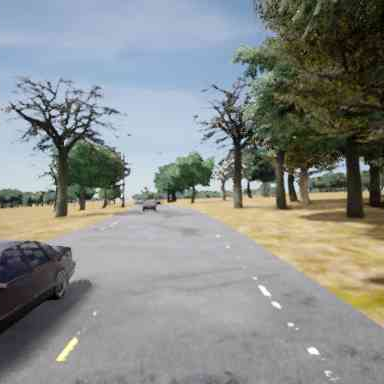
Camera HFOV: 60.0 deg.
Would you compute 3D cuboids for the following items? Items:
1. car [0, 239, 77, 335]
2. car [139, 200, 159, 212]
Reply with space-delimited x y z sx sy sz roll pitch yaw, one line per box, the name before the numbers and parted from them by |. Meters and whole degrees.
car | -3.661 1.583 5.755 2.033 1.411 5.357 0 0 -1
car | -5.869 1.878 46.063 1.882 1.535 5.008 0 -1 -5
